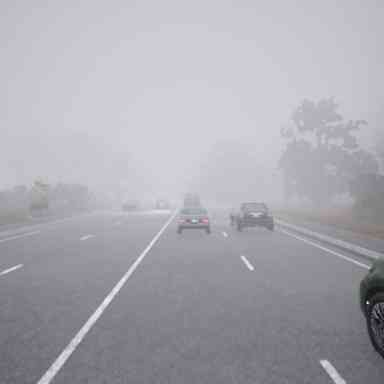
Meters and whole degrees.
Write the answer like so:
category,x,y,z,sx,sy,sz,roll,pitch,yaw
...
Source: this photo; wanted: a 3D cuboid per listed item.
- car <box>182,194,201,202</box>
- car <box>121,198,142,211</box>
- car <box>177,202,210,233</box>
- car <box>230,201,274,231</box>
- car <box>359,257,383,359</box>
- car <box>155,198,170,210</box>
category,x,y,z,sx,sy,sz,roll,pitch,yaw
car,-0.084,1.229,42.194,2.150,2.045,5.566,0,0,-2
car,-7.238,1.485,40.111,1.882,1.535,5.008,0,0,-1
car,0.101,1.551,19.785,2.033,1.411,5.357,0,0,0
car,3.599,1.356,20.812,2.097,1.767,4.553,0,0,0
car,3.599,1.222,2.661,2.150,2.045,5.566,0,0,0
car,-3.845,1.500,43.931,2.128,1.511,4.902,0,0,-2
